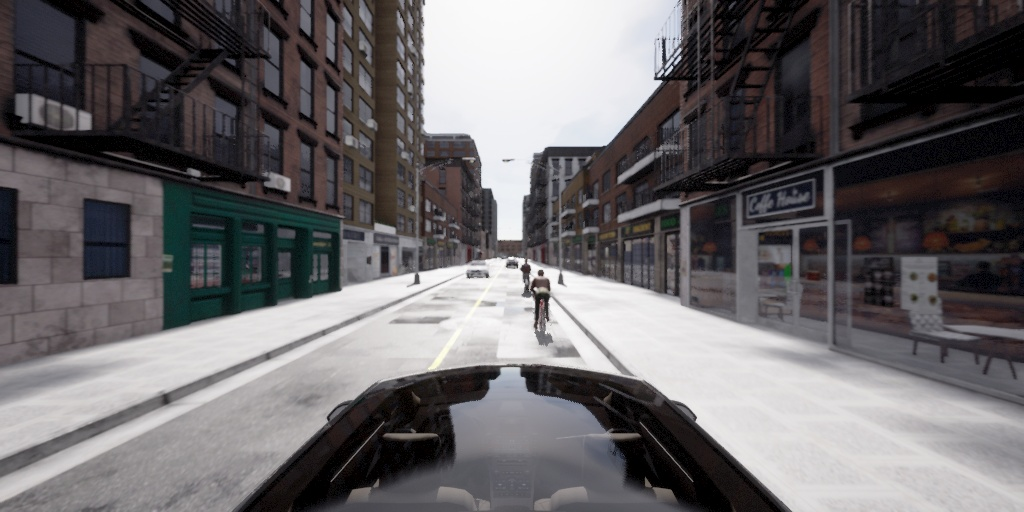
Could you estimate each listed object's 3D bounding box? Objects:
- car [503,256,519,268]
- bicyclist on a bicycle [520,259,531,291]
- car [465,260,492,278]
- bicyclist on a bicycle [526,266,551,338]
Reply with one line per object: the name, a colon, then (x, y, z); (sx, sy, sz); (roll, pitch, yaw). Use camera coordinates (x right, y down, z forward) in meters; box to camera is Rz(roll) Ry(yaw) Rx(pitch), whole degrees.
car: (0.021, 1.055, 54.003); (1.895, 1.301, 4.718); (0, 0, 0)
bicyclist on a bicycle: (0.731, 1.029, 18.719); (0.659, 1.776, 1.843); (0, 1, 0)
car: (-2.891, 1.113, 31.380); (1.812, 1.442, 4.674); (0, 0, 0)
bicyclist on a bicycle: (0.745, 1.164, 9.094); (0.582, 1.620, 1.656); (0, 0, 0)
